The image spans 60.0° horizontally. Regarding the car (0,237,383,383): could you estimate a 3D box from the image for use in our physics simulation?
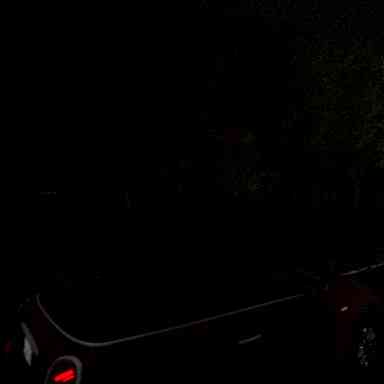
[{"bbox_3d":[0.365,1.342,4.006,4.553,1.767,2.097,0,0,-36],"label":"car"}]
